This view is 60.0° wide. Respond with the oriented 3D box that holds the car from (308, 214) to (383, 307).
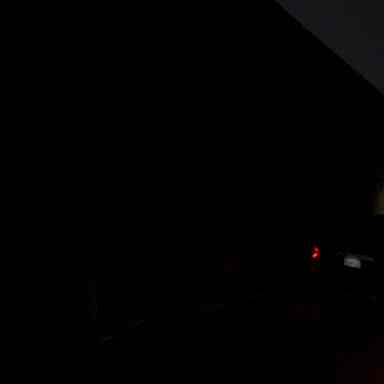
[{"bbox_3d":[4.577,1.263,7.216,4.553,1.767,2.097,-1,0,-37],"label":"car"}]
